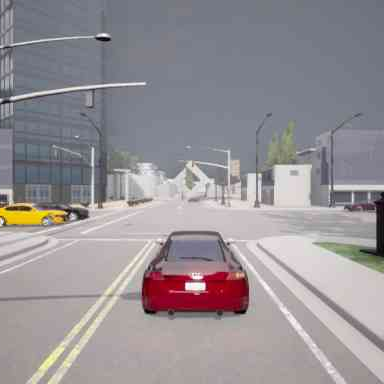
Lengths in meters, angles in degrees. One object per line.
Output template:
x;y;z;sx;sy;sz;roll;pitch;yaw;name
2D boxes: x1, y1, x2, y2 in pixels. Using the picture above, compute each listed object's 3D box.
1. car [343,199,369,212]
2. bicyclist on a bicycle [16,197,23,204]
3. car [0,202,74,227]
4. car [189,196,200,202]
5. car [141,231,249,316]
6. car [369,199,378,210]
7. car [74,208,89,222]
19.846;1.502;37.070;5.357;1.411;2.033;0;0;-1;car
-22.002;1.465;42.502;0.582;1.620;1.656;-1;0;0;bicyclist on a bicycle
-11.024;1.535;22.590;5.008;1.535;1.882;0;0;0;car
0.688;1.594;76.964;1.895;1.301;4.718;0;0;12;car
0.070;1.564;7.623;1.994;1.385;4.181;0;0;0;car
21.522;1.166;33.567;5.566;2.045;2.150;0;0;0;car
-10.675;1.533;26.116;5.008;1.535;1.882;0;0;0;car
